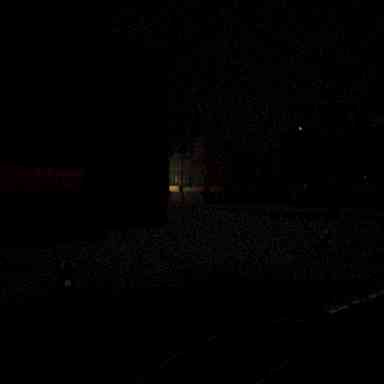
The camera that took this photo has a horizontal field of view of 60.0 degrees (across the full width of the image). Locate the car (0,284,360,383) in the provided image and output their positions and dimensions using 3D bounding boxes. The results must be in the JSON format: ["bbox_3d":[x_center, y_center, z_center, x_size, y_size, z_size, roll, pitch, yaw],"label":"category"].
[{"bbox_3d":[-0.452,1.562,2.480,4.313,1.339,1.947,0,1,-35],"label":"car"}]
